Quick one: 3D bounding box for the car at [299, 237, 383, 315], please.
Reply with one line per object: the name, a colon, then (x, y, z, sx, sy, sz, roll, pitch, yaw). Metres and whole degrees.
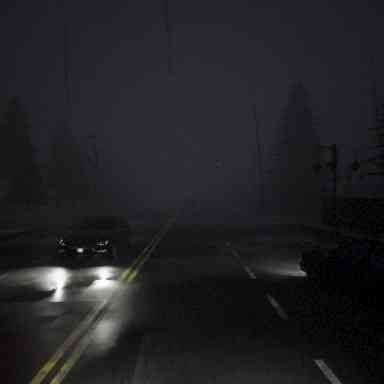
car: (4.080, 1.627, 6.623, 2.033, 1.411, 5.357, 0, -1, -6)

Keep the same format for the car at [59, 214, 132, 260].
car: (-3.620, 1.664, 13.224, 1.837, 1.490, 4.892, 0, 0, 0)

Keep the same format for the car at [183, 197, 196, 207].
car: (-0.439, 2.023, 67.228, 2.150, 2.045, 5.566, 0, -1, -8)
